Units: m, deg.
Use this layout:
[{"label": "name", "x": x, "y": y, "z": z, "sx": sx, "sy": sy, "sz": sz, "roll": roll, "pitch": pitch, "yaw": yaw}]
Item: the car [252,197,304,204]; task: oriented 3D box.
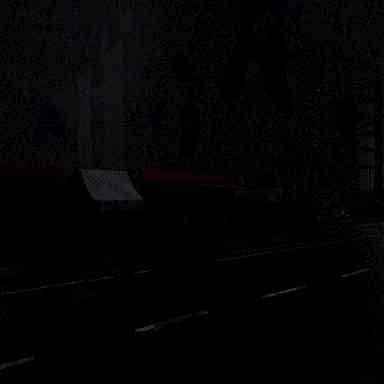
[{"label": "car", "x": 7.548, "y": 1.470, "z": 30.573, "sx": 1.812, "sy": 1.442, "sz": 4.674, "roll": 0, "pitch": 0, "yaw": -36}]

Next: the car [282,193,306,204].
[{"label": "car", "x": 17.141, "y": 1.114, "z": 57.714, "sx": 1.905, "sy": 1.878, "sz": 3.866, "roll": 0, "pitch": 0, "yaw": -36}]

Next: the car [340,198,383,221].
[{"label": "car", "x": 14.523, "y": 1.299, "z": 26.897, "sx": 2.097, "sy": 1.767, "sz": 4.553, "roll": 0, "pitch": 0, "yaw": -36}]

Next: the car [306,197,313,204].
[{"label": "car", "x": 19.534, "y": 1.114, "z": 59.424, "sx": 1.905, "sy": 1.878, "sz": 3.866, "roll": 0, "pitch": 0, "yaw": -36}]
